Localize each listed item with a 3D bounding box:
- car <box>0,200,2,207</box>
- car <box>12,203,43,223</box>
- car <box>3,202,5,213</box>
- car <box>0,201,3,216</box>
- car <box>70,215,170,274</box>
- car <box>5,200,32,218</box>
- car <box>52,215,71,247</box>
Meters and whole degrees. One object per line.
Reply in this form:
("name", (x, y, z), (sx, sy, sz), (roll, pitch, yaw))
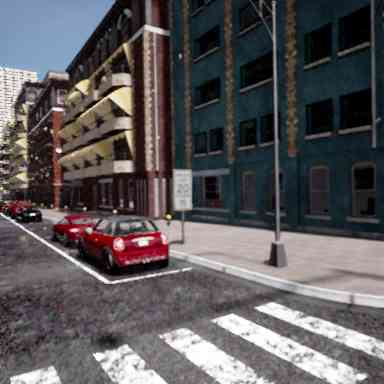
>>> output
("car", (-44.817, 2.694, 76.376), (1.752, 1.417, 4.829), (-2, 1, -33))
("car", (-14.517, 1.945, 29.692), (1.947, 1.339, 4.313), (-2, 1, -33))
("car", (-20.559, 2.088, 39.000), (2.008, 1.369, 4.403), (-2, 1, -33))
("car", (-23.517, 2.144, 39.046), (1.812, 1.442, 4.674), (-2, 0, -33))
("car", (-2.433, 1.500, 11.079), (1.967, 1.590, 4.097), (-2, 1, -33))
("car", (-17.547, 1.773, 34.344), (2.192, 1.841, 5.009), (-2, 1, -33))
("car", (-5.452, 1.722, 15.732), (1.802, 1.307, 4.206), (-2, 1, -33))
